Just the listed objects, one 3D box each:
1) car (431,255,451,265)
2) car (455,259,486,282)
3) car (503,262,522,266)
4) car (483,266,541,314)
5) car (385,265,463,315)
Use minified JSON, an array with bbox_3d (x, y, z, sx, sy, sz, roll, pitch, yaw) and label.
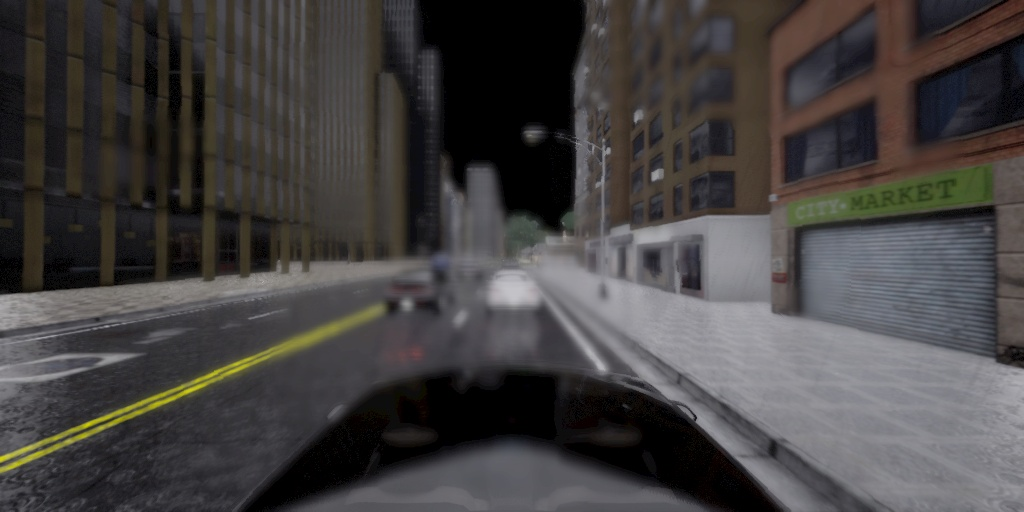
[{"bbox_3d":[-9.815,0.862,50.326,2.150,2.045,5.566,0,0,0],"label":"car"},{"bbox_3d":[-3.180,1.188,28.780,2.128,1.511,4.902,0,0,0],"label":"car"},{"bbox_3d":[0.069,1.188,28.775,2.128,1.511,4.902,0,0,0],"label":"car"},{"bbox_3d":[0.069,1.255,13.526,1.812,1.442,4.674,0,0,0],"label":"car"},{"bbox_3d":[-3.184,1.234,13.378,1.837,1.490,4.892,0,0,0],"label":"car"}]
